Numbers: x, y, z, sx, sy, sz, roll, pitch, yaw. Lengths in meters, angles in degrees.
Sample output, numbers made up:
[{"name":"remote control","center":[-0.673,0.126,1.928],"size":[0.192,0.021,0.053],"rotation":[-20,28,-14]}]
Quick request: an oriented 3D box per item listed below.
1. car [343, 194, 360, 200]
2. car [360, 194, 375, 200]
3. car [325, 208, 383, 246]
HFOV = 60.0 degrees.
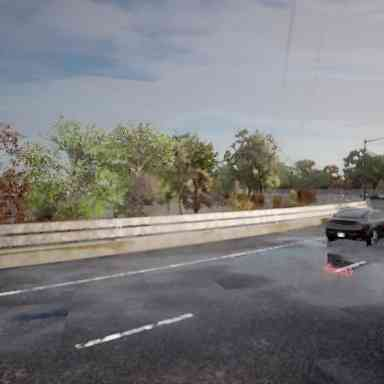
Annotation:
[{"name":"car","center":[40.159,1.193,84.729],"size":[2.097,1.767,4.553],"rotation":[0,0,2]},{"name":"car","center":[43.653,1.333,84.531],"size":[1.837,1.490,4.892],"rotation":[0,0,2]},{"name":"car","center":[7.861,1.501,15.308],"size":[4.892,1.490,1.837],"rotation":[0,0,-44]}]
